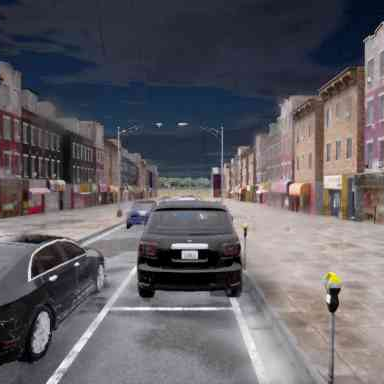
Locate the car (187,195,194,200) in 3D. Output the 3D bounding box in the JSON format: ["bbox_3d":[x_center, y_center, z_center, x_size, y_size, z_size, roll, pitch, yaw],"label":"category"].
[{"bbox_3d":[-0.390,1.542,91.932,1.947,1.339,4.313,-1,0,0],"label":"car"}]

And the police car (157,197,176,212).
[{"bbox_3d":[-3.017,1.411,40.058,1.930,1.638,5.238,0,0,0],"label":"police car"}]

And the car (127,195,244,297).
[{"bbox_3d":[-0.038,1.225,8.682,2.150,2.045,5.566,0,0,0],"label":"car"}]

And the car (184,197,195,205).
[{"bbox_3d":[-0.393,1.562,58.737,1.802,1.307,4.206,-1,0,0],"label":"car"}]

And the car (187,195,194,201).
[{"bbox_3d":[-0.391,1.542,86.399,1.947,1.339,4.313,-1,0,0],"label":"car"}]

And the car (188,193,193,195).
[{"bbox_3d":[-0.401,1.302,36.607,2.192,1.841,5.009,-1,0,0],"label":"car"}]

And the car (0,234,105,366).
[{"bbox_3d":[-2.920,1.503,5.848,1.837,1.490,4.892,0,0,0],"label":"car"}]

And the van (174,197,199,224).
[{"bbox_3d":[-0.401,1.332,25.542,1.690,1.788,3.998,-1,0,0],"label":"van"}]
